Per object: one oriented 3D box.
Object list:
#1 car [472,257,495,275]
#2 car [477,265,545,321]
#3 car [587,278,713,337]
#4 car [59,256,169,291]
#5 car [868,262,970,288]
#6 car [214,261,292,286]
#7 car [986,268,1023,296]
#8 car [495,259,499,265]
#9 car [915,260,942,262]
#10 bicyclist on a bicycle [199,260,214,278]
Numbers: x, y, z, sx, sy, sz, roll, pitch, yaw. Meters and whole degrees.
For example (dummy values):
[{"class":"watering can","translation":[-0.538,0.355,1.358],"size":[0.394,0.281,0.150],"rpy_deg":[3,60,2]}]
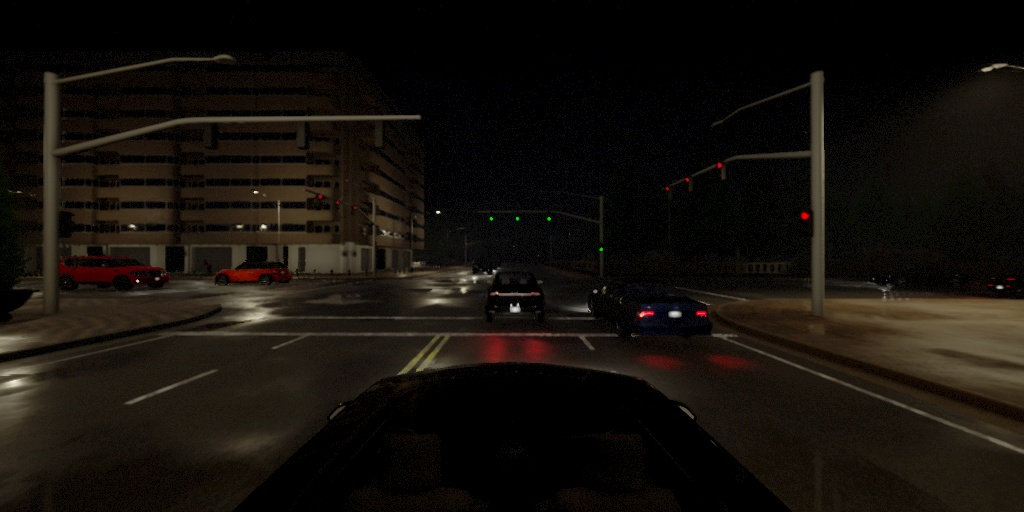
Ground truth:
[{"class":"car","translation":[-3.579,1.206,43.907],"size":[2.150,2.045,5.566],"rpy_deg":[0,0,0]},{"class":"car","translation":[0.096,1.281,12.642],"size":[2.128,1.511,4.902],"rpy_deg":[0,1,0]},{"class":"car","translation":[3.593,1.344,10.403],"size":[2.033,1.411,5.357],"rpy_deg":[0,0,0]},{"class":"car","translation":[-24.391,1.028,21.882],"size":[5.566,2.045,2.150],"rpy_deg":[0,0,0]},{"class":"car","translation":[27.311,1.324,24.221],"size":[4.892,1.490,1.837],"rpy_deg":[0,-1,12]},{"class":"car","translation":[-18.405,1.180,25.531],"size":[4.553,1.767,2.097],"rpy_deg":[0,0,1]},{"class":"car","translation":[26.344,1.285,17.173],"size":[4.892,1.490,1.837],"rpy_deg":[0,-1,11]},{"class":"car","translation":[-3.538,1.601,60.024],"size":[1.812,1.442,4.674],"rpy_deg":[0,0,1]},{"class":"car","translation":[30.498,1.186,26.984],"size":[4.553,1.767,2.097],"rpy_deg":[0,0,16]},{"class":"bicyclist on a bicycle","translation":[-27.997,1.170,32.885],"size":[0.582,1.620,1.656],"rpy_deg":[0,0,0]}]
